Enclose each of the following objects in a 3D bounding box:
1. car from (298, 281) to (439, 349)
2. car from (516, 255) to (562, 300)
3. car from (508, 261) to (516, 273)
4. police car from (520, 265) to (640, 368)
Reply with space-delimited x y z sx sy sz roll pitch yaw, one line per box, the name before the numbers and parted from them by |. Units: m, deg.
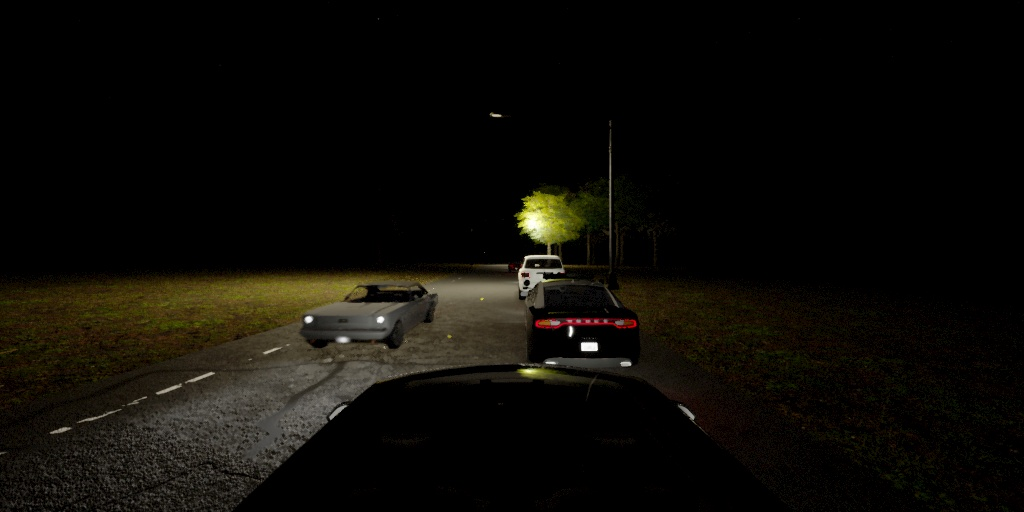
car | -3.310 1.355 9.302 1.895 1.301 4.718 0 0 1
car | 1.409 0.988 17.960 2.150 2.045 5.566 0 0 1
car | 0.529 1.342 45.801 1.812 1.442 4.674 0 0 0
police car | 1.228 1.175 8.015 1.930 1.638 5.238 0 0 1
